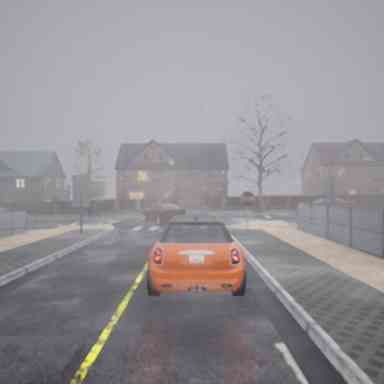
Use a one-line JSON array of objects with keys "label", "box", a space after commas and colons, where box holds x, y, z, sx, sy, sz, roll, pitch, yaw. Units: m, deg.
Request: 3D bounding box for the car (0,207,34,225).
[{"label": "car", "box": [-14.673, 1.921, 25.547, 4.674, 1.442, 1.812, -1, 1, 0]}]

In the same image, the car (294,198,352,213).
[{"label": "car", "box": [11.344, 1.224, 28.530, 5.008, 1.535, 1.882, -1, 1, 0]}]

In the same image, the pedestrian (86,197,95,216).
[{"label": "pedestrian", "box": [-9.645, 1.348, 31.410, 0.375, 1.860, 0.375, 0, 2, 0]}]

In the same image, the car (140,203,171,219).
[{"label": "car", "box": [-2.231, 1.547, 24.762, 1.882, 1.535, 5.008, -1, 0, -29]}]

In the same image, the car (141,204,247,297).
[{"label": "car", "box": [0.094, 1.374, 8.813, 2.097, 1.767, 4.553, 0, 0, 0]}]
